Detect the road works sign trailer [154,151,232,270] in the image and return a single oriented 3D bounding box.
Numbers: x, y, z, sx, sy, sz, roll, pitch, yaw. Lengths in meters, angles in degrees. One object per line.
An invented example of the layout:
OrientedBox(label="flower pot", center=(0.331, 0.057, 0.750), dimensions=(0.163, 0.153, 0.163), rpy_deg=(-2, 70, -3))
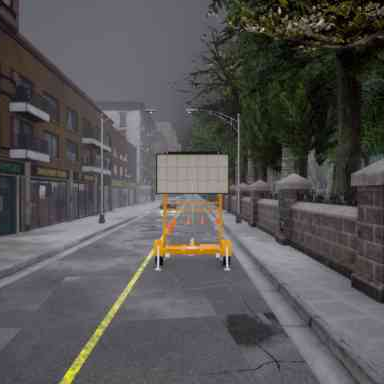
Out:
OrientedBox(label="road works sign trailer", center=(0.022, 0.470, 10.984), dimensions=(2.380, 3.560, 2.880), rpy_deg=(0, 0, 0))

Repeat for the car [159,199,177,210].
OrientedBox(label="car", center=(-3.013, 1.610, 42.698), dimensions=(1.994, 1.385, 4.181), rpy_deg=(0, 0, 0))
